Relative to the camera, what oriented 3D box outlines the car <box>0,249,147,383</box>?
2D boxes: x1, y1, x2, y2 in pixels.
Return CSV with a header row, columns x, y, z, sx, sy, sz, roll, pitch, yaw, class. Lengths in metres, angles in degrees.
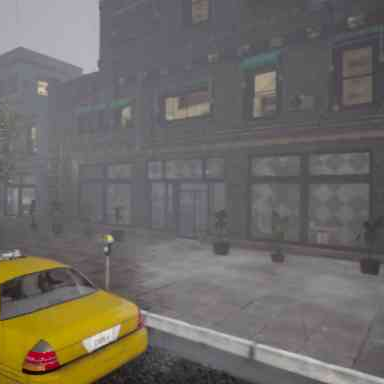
x,y,z,sx,sy,sz,roll,pitch,yaw,class
-2.835,1.526,4.882,4.829,1.417,1.752,0,1,35,car
